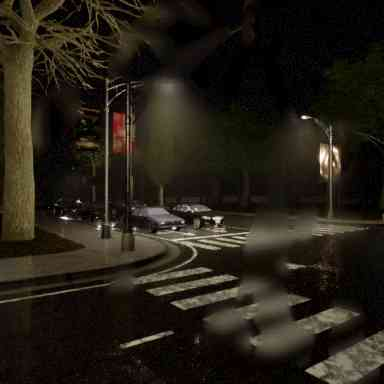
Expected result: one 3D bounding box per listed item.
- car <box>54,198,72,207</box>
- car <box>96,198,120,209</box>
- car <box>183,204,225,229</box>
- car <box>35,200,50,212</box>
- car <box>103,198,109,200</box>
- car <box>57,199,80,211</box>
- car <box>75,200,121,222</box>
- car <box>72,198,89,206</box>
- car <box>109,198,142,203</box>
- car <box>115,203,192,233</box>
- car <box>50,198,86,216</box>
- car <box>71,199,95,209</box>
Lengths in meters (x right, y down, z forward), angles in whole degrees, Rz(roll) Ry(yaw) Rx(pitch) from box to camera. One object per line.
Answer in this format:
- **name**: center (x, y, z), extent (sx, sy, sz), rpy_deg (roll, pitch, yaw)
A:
- **car**: center (-23.703, 1.907, 60.932), extent (1.837, 1.490, 4.892), rpy_deg (0, -1, -36)
- **car**: center (-13.196, 1.788, 52.002), extent (1.837, 1.490, 4.892), rpy_deg (0, -2, -36)
- **car**: center (0.132, 1.568, 22.297), extent (2.128, 1.511, 4.902), rpy_deg (0, 0, -36)
- **car**: center (-19.048, 1.793, 43.193), extent (1.994, 1.385, 4.181), rpy_deg (0, -1, -35)
- **car**: center (-11.197, 1.742, 37.869), extent (1.994, 1.385, 4.181), rpy_deg (0, 0, -36)
- **car**: center (-17.117, 1.774, 46.075), extent (1.812, 1.442, 4.674), rpy_deg (0, -1, -36)
- **car**: center (-7.976, 1.676, 27.903), extent (1.994, 1.385, 4.181), rpy_deg (0, 0, -36)
- **car**: center (-21.047, 1.937, 62.790), extent (1.812, 1.442, 4.674), rpy_deg (0, -1, -35)
- **car**: center (-5.290, 1.474, 29.738), extent (2.097, 1.767, 4.553), rpy_deg (0, 0, -36)
- **car**: center (-2.543, 1.614, 20.427), extent (2.033, 1.411, 5.357), rpy_deg (0, 0, -36)
- **car**: center (-13.179, 1.666, 35.066), extent (1.837, 1.490, 4.892), rpy_deg (0, 0, -36)
- **car**: center (-17.139, 1.845, 51.903), extent (2.033, 1.411, 5.357), rpy_deg (0, -1, -36)
